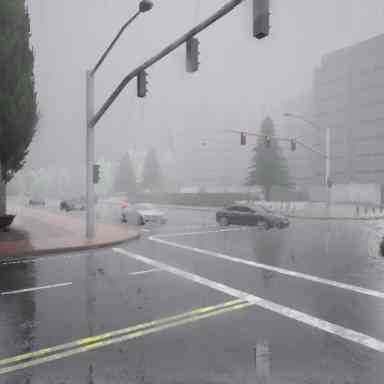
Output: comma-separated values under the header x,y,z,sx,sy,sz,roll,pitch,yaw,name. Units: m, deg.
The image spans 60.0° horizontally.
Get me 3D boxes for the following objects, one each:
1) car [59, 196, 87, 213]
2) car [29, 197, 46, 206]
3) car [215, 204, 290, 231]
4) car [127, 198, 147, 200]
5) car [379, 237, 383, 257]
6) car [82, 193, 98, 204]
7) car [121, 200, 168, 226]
x,y,z,sx,sy,sz,roll,pitch,yaw,name
-13.561,1.491,37.549,2.128,1.511,4.902,0,0,-36,car
-25.057,1.540,53.726,1.837,1.490,4.892,0,0,-36,car
3.612,1.505,20.574,1.837,1.490,4.892,-1,0,-44,car
-4.949,1.352,31.554,2.097,1.767,4.553,0,0,-36,car
7.441,1.526,8.575,1.812,1.442,4.674,0,0,-36,car
-20.389,1.221,65.395,2.150,2.045,5.566,0,0,-36,car
-3.480,1.526,23.443,1.812,1.442,4.674,0,0,-34,car
